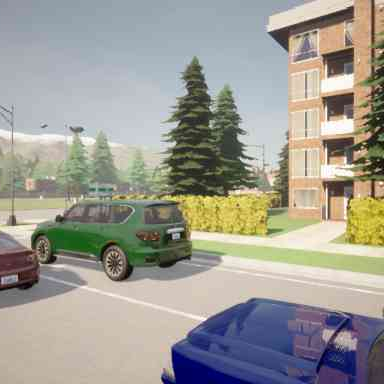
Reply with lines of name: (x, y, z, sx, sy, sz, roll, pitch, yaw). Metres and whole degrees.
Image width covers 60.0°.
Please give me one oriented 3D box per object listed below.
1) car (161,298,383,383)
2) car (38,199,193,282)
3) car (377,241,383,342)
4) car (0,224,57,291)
car: (2.054, 1.601, 2.531, 4.718, 1.301, 1.895, 0, 0, 35)
car: (-2.580, 1.221, 10.071, 5.566, 2.045, 2.150, 0, 0, 36)
car: (5.091, 1.564, 4.665, 4.181, 1.385, 1.994, 0, 0, 35)
car: (-5.385, 1.526, 7.779, 4.674, 1.442, 1.812, 0, 0, 36)
